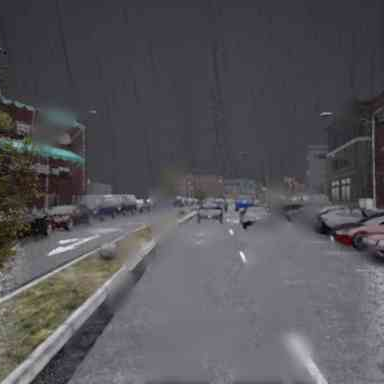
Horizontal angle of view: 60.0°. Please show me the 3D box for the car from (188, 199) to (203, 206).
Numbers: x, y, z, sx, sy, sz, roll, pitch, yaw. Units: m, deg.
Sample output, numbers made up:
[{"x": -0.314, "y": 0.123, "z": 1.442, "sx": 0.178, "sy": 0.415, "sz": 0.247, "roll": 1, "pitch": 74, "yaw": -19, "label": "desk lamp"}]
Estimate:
[{"x": 0.726, "y": 2.146, "z": 70.250, "sx": 2.002, "sy": 1.452, "sz": 4.674, "roll": 0, "pitch": -2, "yaw": 16, "label": "car"}]

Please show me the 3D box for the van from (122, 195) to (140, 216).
[{"x": -6.784, "y": 1.249, "z": 32.095, "sx": 1.878, "sy": 1.987, "sz": 4.442, "roll": 0, "pitch": 0, "yaw": 8, "label": "van"}]

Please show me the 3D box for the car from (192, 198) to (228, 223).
[{"x": 1.424, "y": 1.470, "z": 25.124, "sx": 2.128, "sy": 1.511, "sz": 4.902, "roll": 0, "pitch": 0, "yaw": 5, "label": "car"}]

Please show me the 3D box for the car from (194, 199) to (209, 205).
[{"x": 2.242, "y": 2.288, "z": 75.555, "sx": 2.163, "sy": 1.488, "sz": 4.792, "roll": 0, "pitch": -2, "yaw": 17, "label": "car"}]

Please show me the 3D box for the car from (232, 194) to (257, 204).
[{"x": 6.394, "y": 1.247, "z": 40.501, "sx": 2.150, "sy": 2.045, "sz": 5.566, "roll": 0, "pitch": 0, "yaw": 9, "label": "car"}]

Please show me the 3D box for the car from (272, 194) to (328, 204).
[{"x": 9.580, "y": 1.187, "z": 30.002, "sx": 5.566, "sy": 2.045, "sz": 2.435, "roll": 0, "pitch": 0, "yaw": 7, "label": "car"}]

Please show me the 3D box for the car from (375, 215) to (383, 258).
[{"x": 7.759, "y": 1.486, "z": 8.100, "sx": 5.366, "sy": 1.575, "sz": 1.946, "roll": 0, "pitch": 0, "yaw": 2, "label": "car"}]

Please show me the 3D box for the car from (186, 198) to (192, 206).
[{"x": -1.961, "y": 1.695, "z": 59.533, "sx": 2.185, "sy": 1.767, "sz": 4.553, "roll": 0, "pitch": -1, "yaw": 13, "label": "car"}]

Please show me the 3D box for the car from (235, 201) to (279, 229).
[{"x": 4.125, "y": 1.547, "z": 21.733, "sx": 1.994, "sy": 1.385, "sz": 4.181, "roll": 0, "pitch": 0, "yaw": 5, "label": "car"}]

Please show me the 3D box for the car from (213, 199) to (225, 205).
[{"x": 7.528, "y": 2.758, "z": 91.493, "sx": 2.002, "sy": 1.452, "sz": 4.674, "roll": -1, "pitch": -2, "yaw": 21, "label": "car"}]

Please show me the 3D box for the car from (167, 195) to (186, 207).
[{"x": -3.165, "y": 1.455, "z": 54.057, "sx": 2.435, "sy": 2.045, "sz": 5.566, "roll": 0, "pitch": -1, "yaw": 12, "label": "car"}]

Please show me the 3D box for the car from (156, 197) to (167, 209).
[{"x": -5.158, "y": 1.587, "z": 43.189, "sx": 2.002, "sy": 1.452, "sz": 4.674, "roll": 0, "pitch": -1, "yaw": 10, "label": "car"}]

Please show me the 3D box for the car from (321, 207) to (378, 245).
[{"x": 8.158, "y": 1.511, "z": 13.550, "sx": 4.792, "sy": 1.488, "sz": 2.163, "roll": 0, "pitch": 0, "yaw": 3, "label": "car"}]

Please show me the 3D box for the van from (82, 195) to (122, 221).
[{"x": -7.407, "y": 1.247, "z": 26.591, "sx": 1.878, "sy": 1.987, "sz": 4.442, "roll": 0, "pitch": 0, "yaw": 7, "label": "van"}]

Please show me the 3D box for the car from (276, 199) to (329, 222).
[{"x": 8.989, "y": 1.474, "z": 24.568, "sx": 4.792, "sy": 1.488, "sz": 2.163, "roll": 0, "pitch": 0, "yaw": 6, "label": "car"}]

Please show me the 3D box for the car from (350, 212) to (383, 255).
[{"x": 8.054, "y": 1.527, "z": 10.820, "sx": 4.674, "sy": 1.452, "sz": 2.002, "roll": 0, "pitch": 0, "yaw": 3, "label": "car"}]

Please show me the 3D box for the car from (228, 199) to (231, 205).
[{"x": 3.529, "y": 1.545, "z": 41.516, "sx": 1.837, "sy": 1.490, "sz": 4.892, "roll": 0, "pitch": 0, "yaw": 9, "label": "car"}]

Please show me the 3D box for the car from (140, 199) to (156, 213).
[{"x": -6.003, "y": 1.540, "z": 37.711, "sx": 2.002, "sy": 1.452, "sz": 4.674, "roll": 0, "pitch": 0, "yaw": 8, "label": "car"}]

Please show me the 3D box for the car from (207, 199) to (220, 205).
[{"x": 5.665, "y": 2.567, "z": 86.270, "sx": 2.097, "sy": 1.535, "sz": 5.008, "roll": -1, "pitch": -2, "yaw": 20, "label": "car"}]

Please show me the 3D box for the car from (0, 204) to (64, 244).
[{"x": -8.321, "y": 1.493, "z": 15.677, "sx": 2.097, "sy": 1.535, "sz": 5.008, "roll": 0, "pitch": 0, "yaw": 4, "label": "car"}]

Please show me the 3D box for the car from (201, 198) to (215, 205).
[{"x": 3.922, "y": 2.291, "z": 81.034, "sx": 2.185, "sy": 1.767, "sz": 4.553, "roll": 0, "pitch": -2, "yaw": 18, "label": "car"}]

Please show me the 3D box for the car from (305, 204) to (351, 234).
[{"x": 8.378, "y": 1.505, "z": 16.270, "sx": 4.792, "sy": 1.488, "sz": 2.163, "roll": 0, "pitch": 0, "yaw": 4, "label": "car"}]

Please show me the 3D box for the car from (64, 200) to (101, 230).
[{"x": -7.923, "y": 1.514, "z": 21.156, "sx": 2.163, "sy": 1.488, "sz": 4.792, "roll": 0, "pitch": 0, "yaw": 6, "label": "car"}]

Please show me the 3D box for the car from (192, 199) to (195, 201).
[{"x": -0.652, "y": 1.958, "z": 65.010, "sx": 2.231, "sy": 1.521, "sz": 4.892, "roll": 0, "pitch": -2, "yaw": 15, "label": "car"}]

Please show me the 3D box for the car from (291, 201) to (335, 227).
[{"x": 8.534, "y": 1.468, "z": 18.998, "sx": 4.892, "sy": 1.521, "sz": 2.231, "roll": 0, "pitch": 0, "yaw": 5, "label": "car"}]
